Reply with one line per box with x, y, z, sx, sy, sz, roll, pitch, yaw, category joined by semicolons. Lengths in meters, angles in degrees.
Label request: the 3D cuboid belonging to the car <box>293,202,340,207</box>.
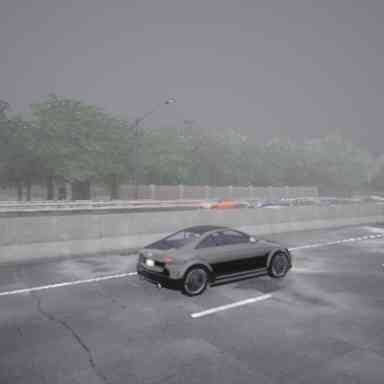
11.711;1.557;29.531;5.357;1.411;2.033;0;0;-35;car

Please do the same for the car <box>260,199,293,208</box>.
9.078;1.611;31.950;4.718;1.301;1.895;0;0;-35;car

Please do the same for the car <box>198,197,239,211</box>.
2.863;1.362;36.114;4.553;1.767;2.097;0;0;-35;car

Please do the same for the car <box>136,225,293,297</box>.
0.687;1.566;8.658;4.181;1.385;1.994;0;0;-35;car

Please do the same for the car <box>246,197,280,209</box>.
7.871;1.361;35.381;4.553;1.767;2.097;0;0;-35;car
